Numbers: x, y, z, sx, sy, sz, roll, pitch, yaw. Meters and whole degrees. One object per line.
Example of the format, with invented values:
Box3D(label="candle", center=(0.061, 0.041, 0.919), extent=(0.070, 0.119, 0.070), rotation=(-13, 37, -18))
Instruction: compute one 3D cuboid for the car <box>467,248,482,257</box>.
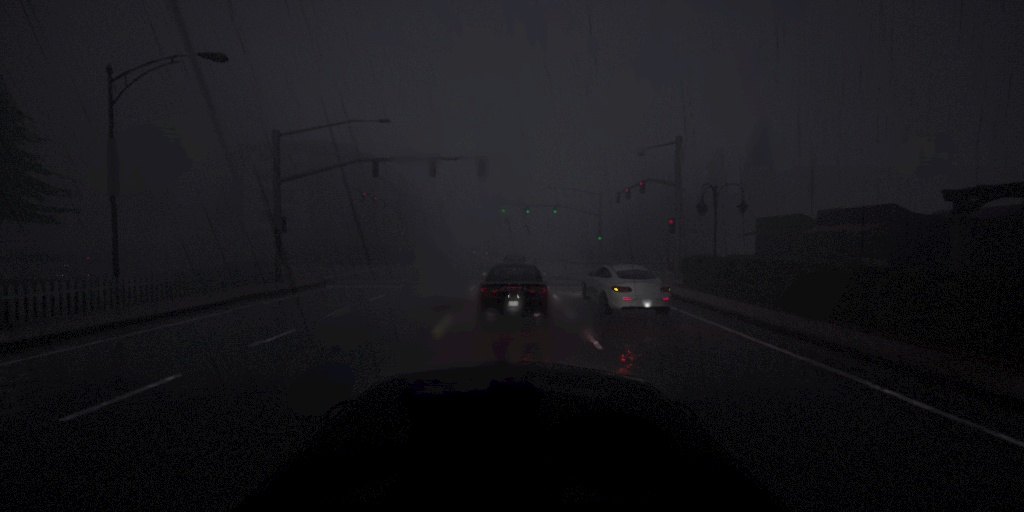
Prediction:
Box3D(label="car", center=(-6.496, -0.624, 63.137), extent=(1.837, 1.490, 4.892), rotation=(0, 2, 8))

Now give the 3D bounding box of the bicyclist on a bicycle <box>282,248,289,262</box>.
Box3D(label="bicyclist on a bicycle", center=(-25.138, -0.107, 39.567), extent=(0.582, 1.620, 1.656), rotation=(0, 2, 1))

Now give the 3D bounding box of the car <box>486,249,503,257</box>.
Box3D(label="car", center=(-3.231, -0.475, 61.445), extent=(1.895, 1.301, 4.718), rotation=(0, 2, 7))

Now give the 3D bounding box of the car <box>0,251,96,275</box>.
Box3D(label="car", center=(-32.996, 0.532, 25.305), extent=(4.892, 1.490, 1.837), rotation=(0, 2, 2))

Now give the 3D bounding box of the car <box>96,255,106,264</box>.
Box3D(label="car", center=(-44.429, 0.243, 36.175), extent=(5.357, 1.411, 2.033), rotation=(0, 2, 1))

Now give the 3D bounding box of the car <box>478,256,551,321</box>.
Box3D(label="car", center=(0.073, 0.939, 11.131), extent=(1.882, 1.535, 5.008), rotation=(0, 2, 0))

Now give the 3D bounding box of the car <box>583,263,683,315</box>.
Box3D(label="car", center=(3.575, 0.969, 11.753), extent=(1.812, 1.442, 4.674), rotation=(0, 2, 0))

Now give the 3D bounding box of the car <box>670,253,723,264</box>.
Box3D(label="car", center=(13.260, 0.538, 24.247), extent=(5.008, 1.535, 1.882), rotation=(0, 1, -1))

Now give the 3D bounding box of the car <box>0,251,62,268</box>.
Box3D(label="car", center=(-44.820, 0.293, 32.688), extent=(4.902, 1.511, 2.128), rotation=(0, 2, 1))

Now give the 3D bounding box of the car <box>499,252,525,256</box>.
Box3D(label="car", center=(0.249, 0.567, 27.341), extent=(1.895, 1.301, 4.718), rotation=(0, 2, 2))
